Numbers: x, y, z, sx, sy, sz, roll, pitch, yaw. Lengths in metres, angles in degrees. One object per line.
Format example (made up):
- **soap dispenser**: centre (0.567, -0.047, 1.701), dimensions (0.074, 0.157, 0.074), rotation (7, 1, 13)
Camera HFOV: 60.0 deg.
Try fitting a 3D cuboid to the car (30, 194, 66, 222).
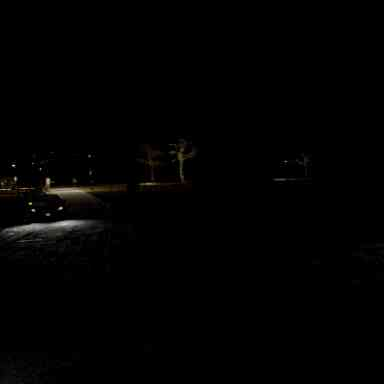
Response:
- **car**: centre (-8.719, 0.878, 20.272), dimensions (1.812, 1.442, 4.674), rotation (-4, 3, -21)
